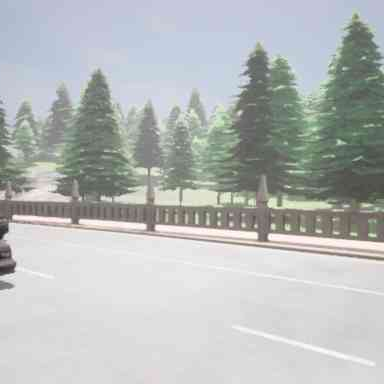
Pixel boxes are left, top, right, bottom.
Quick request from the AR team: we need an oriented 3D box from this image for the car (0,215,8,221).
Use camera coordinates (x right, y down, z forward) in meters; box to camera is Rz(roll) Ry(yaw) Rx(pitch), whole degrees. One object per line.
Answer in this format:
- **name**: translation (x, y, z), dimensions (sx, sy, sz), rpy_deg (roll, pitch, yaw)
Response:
- **car**: translation (-10.296, 1.414, 15.022), dimensions (4.902, 1.511, 2.128), rpy_deg (0, 0, 31)

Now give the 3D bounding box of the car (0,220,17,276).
- **car**: translation (-6.707, 1.500, 8.635), dimensions (5.357, 1.411, 2.033), rpy_deg (0, 0, 34)
